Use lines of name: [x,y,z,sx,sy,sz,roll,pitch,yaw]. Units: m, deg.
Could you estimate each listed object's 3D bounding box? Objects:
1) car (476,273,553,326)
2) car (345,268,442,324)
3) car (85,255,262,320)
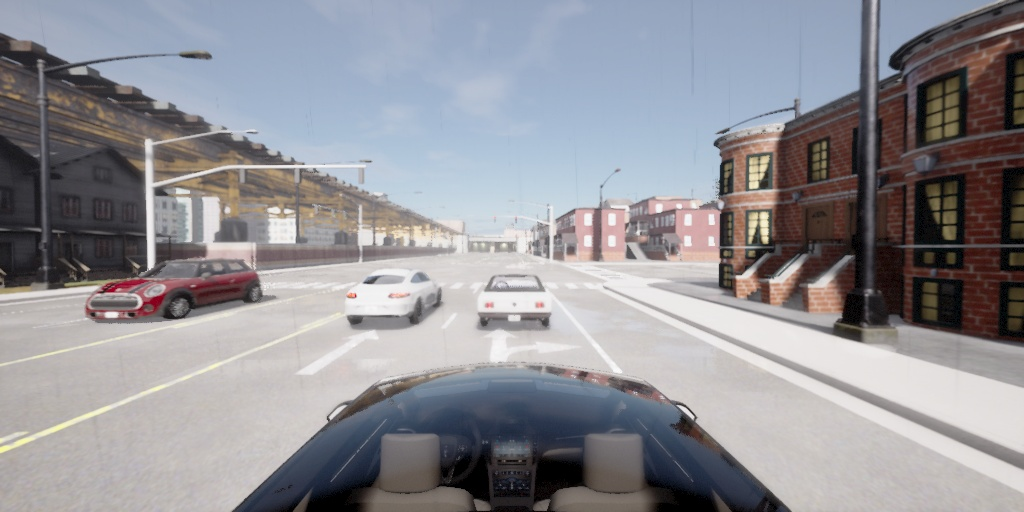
car: [0.101,1.165,10.837,1.895,1.301,4.718,0,1,1]
car: [-3.402,1.089,10.945,1.812,1.442,4.674,0,1,0]
car: [-10.506,0.898,11.639,2.097,1.767,4.553,0,1,0]
